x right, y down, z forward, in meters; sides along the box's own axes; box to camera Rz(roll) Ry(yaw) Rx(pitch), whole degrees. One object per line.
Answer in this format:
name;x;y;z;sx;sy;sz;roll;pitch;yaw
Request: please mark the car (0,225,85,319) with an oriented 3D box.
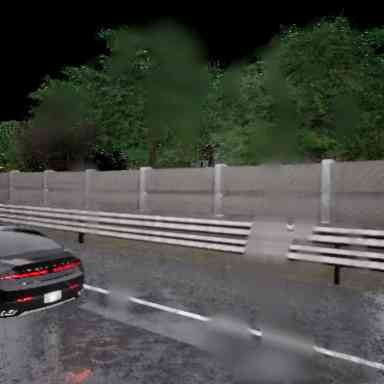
car;-4.270;1.462;6.918;4.892;1.490;1.837;1;0;36
